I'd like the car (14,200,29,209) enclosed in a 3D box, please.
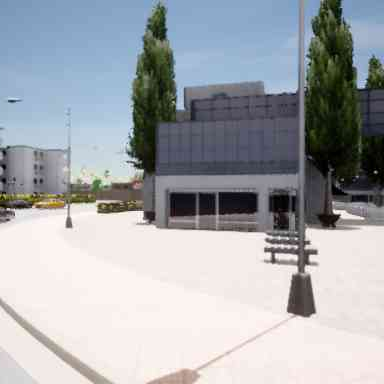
[{"bbox_3d":[-24.089,1.796,45.419,1.895,1.301,4.718,0,0,13],"label":"car"}]

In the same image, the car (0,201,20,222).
[{"bbox_3d":[-15.018,1.647,24.728,2.033,1.411,5.357,0,0,-9],"label":"car"}]

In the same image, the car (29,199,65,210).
[{"bbox_3d":[-20.102,1.699,47.016,1.882,1.535,5.008,0,0,14],"label":"car"}]
